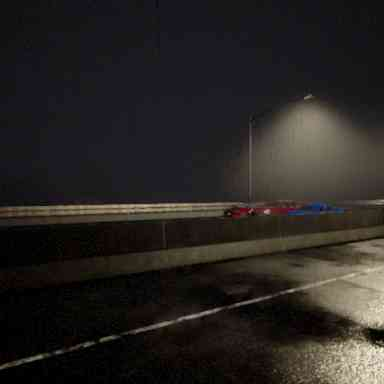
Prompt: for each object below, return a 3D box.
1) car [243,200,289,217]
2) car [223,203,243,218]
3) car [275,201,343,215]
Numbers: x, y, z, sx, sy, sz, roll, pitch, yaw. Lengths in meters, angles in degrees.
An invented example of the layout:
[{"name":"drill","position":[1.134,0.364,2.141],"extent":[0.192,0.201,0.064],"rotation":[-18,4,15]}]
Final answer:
[{"name":"car","position":[6.502,1.424,25.660],"extent":[4.553,1.767,2.097],"rotation":[0,0,-35]},{"name":"car","position":[4.695,1.636,28.667],"extent":[4.181,1.385,1.994],"rotation":[0,0,-35]},{"name":"car","position":[8.278,1.549,22.634],"extent":[5.008,1.535,1.882],"rotation":[0,0,-35]}]
